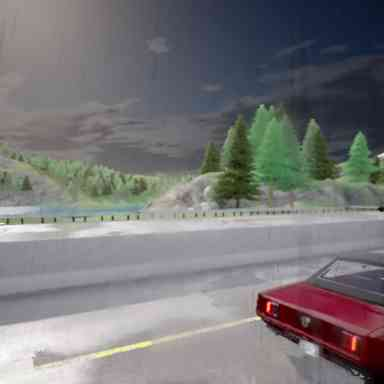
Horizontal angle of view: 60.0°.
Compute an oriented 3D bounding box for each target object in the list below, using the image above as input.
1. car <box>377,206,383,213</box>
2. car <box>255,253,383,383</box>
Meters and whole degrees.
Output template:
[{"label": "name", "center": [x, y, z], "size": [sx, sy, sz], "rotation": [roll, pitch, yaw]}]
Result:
[{"label": "car", "center": [25.129, 1.972, 40.902], "size": [4.718, 1.301, 1.895], "rotation": [0, 0, -23]}, {"label": "car", "center": [3.382, 1.649, 5.170], "size": [4.718, 1.301, 1.895], "rotation": [0, -1, -29]}]
